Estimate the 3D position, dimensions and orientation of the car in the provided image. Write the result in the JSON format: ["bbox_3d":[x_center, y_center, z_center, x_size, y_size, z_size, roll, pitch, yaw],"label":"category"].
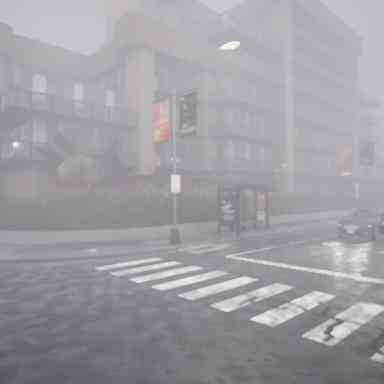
[{"bbox_3d":[9.415,1.640,17.678,4.902,1.511,2.128,0,-1,-43],"label":"car"}]
